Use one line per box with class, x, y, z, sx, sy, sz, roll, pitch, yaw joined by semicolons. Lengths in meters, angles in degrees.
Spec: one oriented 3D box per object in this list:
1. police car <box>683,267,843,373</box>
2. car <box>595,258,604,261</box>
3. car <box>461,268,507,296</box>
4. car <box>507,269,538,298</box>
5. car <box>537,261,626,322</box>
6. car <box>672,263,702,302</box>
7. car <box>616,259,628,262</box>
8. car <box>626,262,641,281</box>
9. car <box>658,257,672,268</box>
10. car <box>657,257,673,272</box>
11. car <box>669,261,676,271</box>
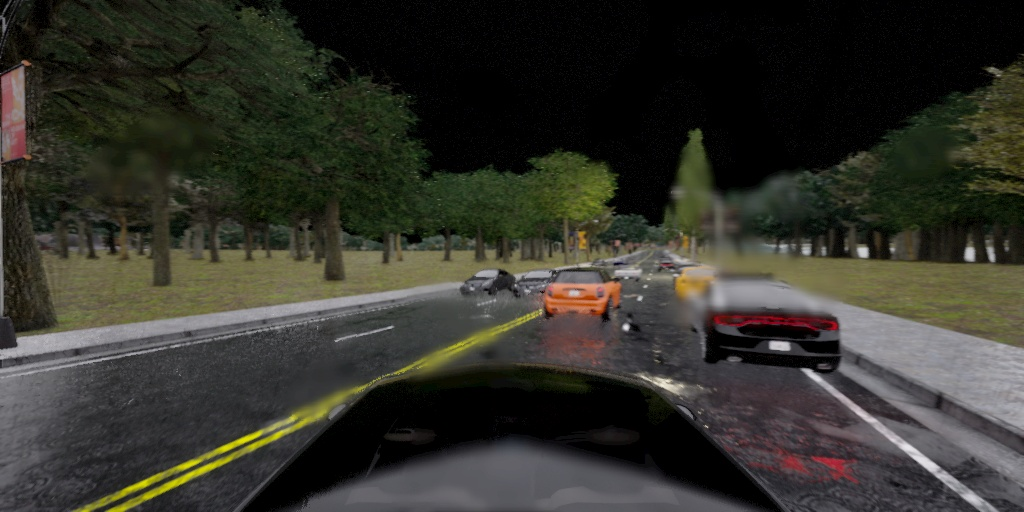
police car;5.069;1.182;7.871;1.930;1.638;5.238;-1;-1;22
car;14.078;1.117;58.068;1.812;1.442;4.674;-1;0;23
car;-1.225;1.466;21.001;1.812;1.442;4.674;-1;0;22
car;1.613;1.422;19.359;1.812;1.442;4.674;-1;0;22
car;2.732;1.184;13.031;2.097;1.767;4.553;-1;-1;22
car;8.838;1.272;17.012;1.882;1.535;5.008;-1;0;22
car;17.423;1.138;57.635;1.895;1.301;4.718;-1;0;23
car;9.902;1.409;30.419;1.895;1.301;4.718;-1;0;22
car;23.657;0.949;55.536;1.837;1.490;4.892;-1;0;22
car;18.215;1.117;42.283;1.837;1.490;4.892;-1;1;23
car;11.123;1.267;22.557;1.882;1.535;5.008;-1;0;22
